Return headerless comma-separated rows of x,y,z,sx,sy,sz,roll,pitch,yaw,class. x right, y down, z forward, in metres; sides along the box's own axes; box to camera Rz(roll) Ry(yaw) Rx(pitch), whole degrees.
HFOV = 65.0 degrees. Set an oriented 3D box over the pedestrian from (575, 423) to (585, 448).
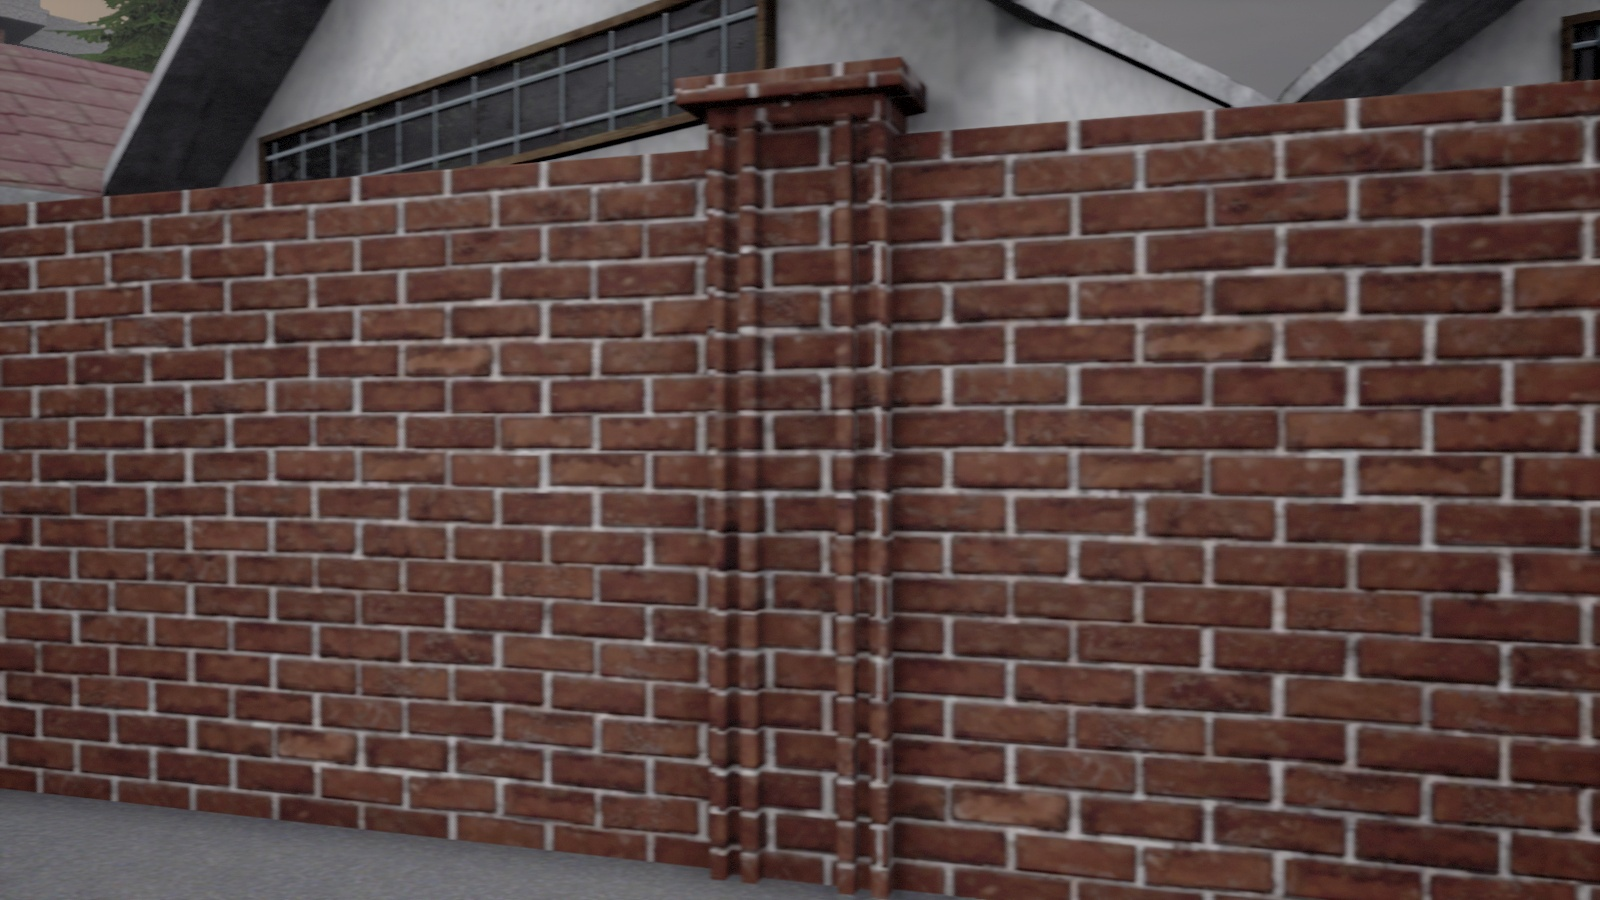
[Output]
-16.659,-1.111,95.125,0.703,1.840,0.431,1,1,43,pedestrian
